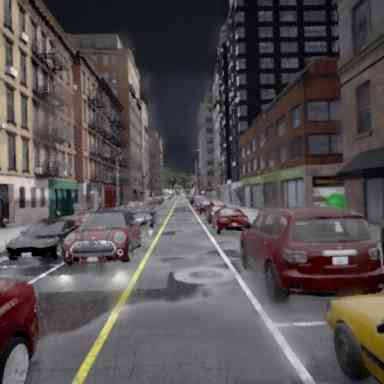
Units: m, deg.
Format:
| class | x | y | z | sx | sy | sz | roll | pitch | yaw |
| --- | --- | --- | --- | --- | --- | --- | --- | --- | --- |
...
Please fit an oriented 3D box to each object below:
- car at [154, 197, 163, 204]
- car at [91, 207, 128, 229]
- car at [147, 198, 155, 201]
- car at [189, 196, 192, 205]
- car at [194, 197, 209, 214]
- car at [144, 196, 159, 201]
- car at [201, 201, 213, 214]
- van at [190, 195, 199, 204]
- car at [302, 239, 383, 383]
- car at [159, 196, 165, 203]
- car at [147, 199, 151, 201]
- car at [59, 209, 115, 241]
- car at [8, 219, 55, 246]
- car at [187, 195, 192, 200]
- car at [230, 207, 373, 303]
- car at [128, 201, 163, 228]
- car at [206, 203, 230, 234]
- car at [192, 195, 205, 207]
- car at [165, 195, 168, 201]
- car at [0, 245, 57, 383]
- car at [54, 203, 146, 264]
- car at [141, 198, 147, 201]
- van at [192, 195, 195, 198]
| class | x | y | z | sx | sy | sz | roll | pitch | yaw |
| --- | --- | --- | --- | --- | --- | --- | --- | --- | --- |
| car | -7.666 | 2.011 | 75.794 | 1.752 | 1.417 | 4.829 | -2 | 0 | -2 |
| car | -6.069 | 1.849 | 24.885 | 1.802 | 1.307 | 4.206 | -2 | 0 | -2 |
| car | -6.781 | 1.932 | 47.587 | 1.947 | 1.339 | 4.313 | -2 | 0 | -2 |
| car | 1.067 | 1.710 | 53.510 | 2.008 | 1.369 | 4.403 | -2 | 0 | -2 |
| car | 1.598 | 1.630 | 36.482 | 1.887 | 1.381 | 4.507 | -2 | 0 | -2 |
| car | -6.966 | 1.706 | 53.263 | 2.192 | 1.841 | 5.009 | -2 | 0 | -2 |
| car | 1.953 | 1.617 | 25.129 | 1.802 | 1.307 | 4.206 | -2 | 0 | -2 |
| van | 0.531 | 1.572 | 70.539 | 1.690 | 1.788 | 3.998 | -2 | 0 | -2 |
| car | 2.653 | 1.458 | 2.595 | 1.752 | 1.417 | 4.829 | -2 | 0 | -2 |
| car | -7.499 | 1.778 | 70.290 | 2.192 | 1.841 | 5.009 | -2 | 0 | -2 |
| car | -6.603 | 1.923 | 41.911 | 1.802 | 1.307 | 4.206 | -2 | 0 | -2 |
| car | -5.893 | 1.786 | 19.209 | 1.887 | 1.381 | 4.507 | -2 | 0 | -2 |
| car | -5.714 | 1.782 | 13.534 | 1.947 | 1.339 | 4.313 | -2 | 0 | -2 |
| car | 0.707 | 1.522 | 64.863 | 2.192 | 1.841 | 5.009 | -2 | 0 | -2 |
| car | 2.476 | 1.273 | 8.102 | 2.192 | 1.841 | 5.009 | -2 | 0 | -2 |
| car | -3.476 | 1.679 | 23.571 | 2.128 | 1.511 | 4.902 | -2 | 0 | -2 |
| car | 2.128 | 1.555 | 19.453 | 1.887 | 1.381 | 4.507 | -2 | 0 | -2 |
| car | 1.418 | 1.550 | 42.158 | 1.967 | 1.590 | 4.097 | -2 | 0 | -2 |
| car | -7.855 | 1.825 | 81.641 | 2.192 | 1.841 | 5.009 | -2 | 0 | -2 |
| car | -2.821 | 1.573 | 2.196 | 1.882 | 1.535 | 5.008 | -2 | 0 | -2 |
| car | -3.145 | 1.489 | 12.473 | 2.097 | 1.767 | 4.553 | -2 | 0 | -2 |
| car | -6.429 | 1.757 | 36.236 | 1.967 | 1.590 | 4.097 | -2 | 0 | -2 |
| van | 1.238 | 1.476 | 47.834 | 1.690 | 1.788 | 3.998 | -2 | 0 | -2 |
